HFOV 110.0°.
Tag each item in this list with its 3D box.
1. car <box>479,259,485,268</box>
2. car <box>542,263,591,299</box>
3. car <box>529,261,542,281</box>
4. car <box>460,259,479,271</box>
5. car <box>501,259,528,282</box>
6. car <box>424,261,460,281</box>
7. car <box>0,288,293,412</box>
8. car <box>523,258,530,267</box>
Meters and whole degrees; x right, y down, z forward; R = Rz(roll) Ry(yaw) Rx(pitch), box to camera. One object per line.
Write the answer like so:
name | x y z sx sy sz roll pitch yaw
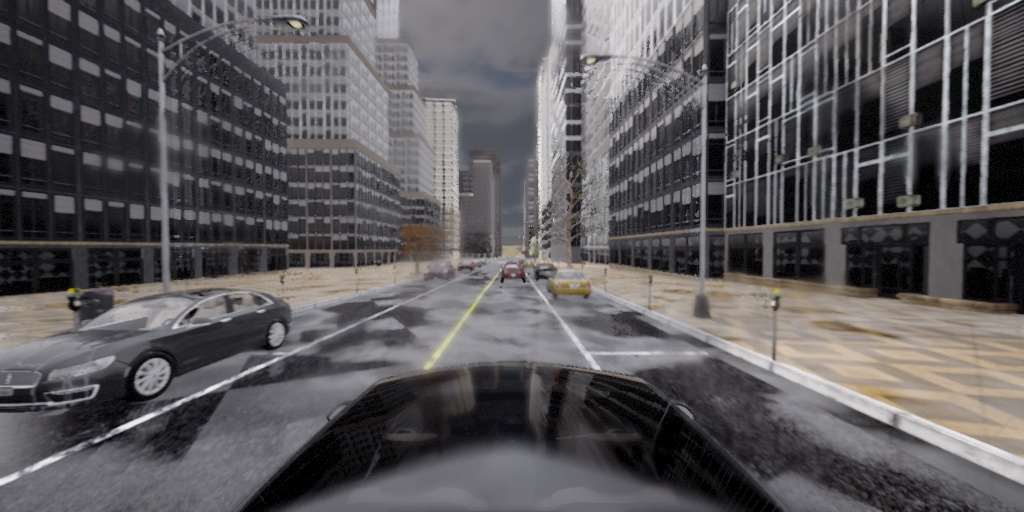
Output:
car | -5.707 1.200 56.843 1.802 1.307 4.207 0 0 0
car | 2.687 1.232 17.643 1.751 1.417 4.829 0 0 0
car | 2.683 1.245 28.721 1.948 1.339 4.313 0 0 0
car | -5.703 1.186 45.594 1.888 1.381 4.507 0 0 0
car | 0.092 1.207 27.907 1.812 1.442 4.674 0 0 0
car | -5.698 1.119 28.719 1.967 1.591 4.097 0 0 0
car | -5.691 1.288 6.219 2.007 1.370 4.403 0 0 0
car | 2.674 1.142 57.015 1.751 1.417 4.829 0 0 0
